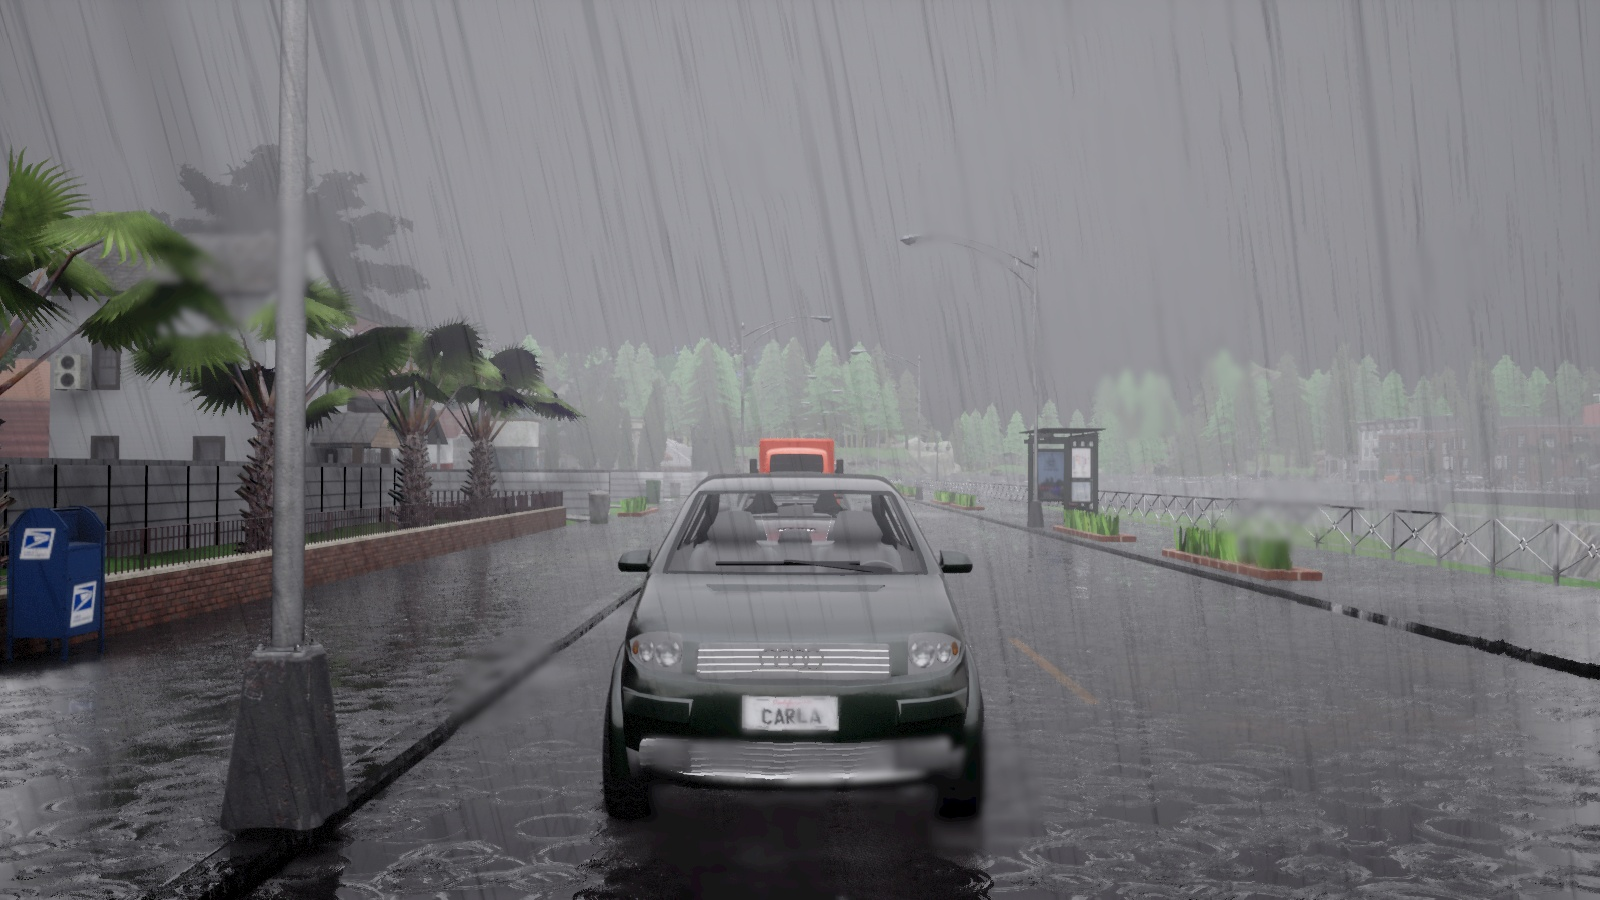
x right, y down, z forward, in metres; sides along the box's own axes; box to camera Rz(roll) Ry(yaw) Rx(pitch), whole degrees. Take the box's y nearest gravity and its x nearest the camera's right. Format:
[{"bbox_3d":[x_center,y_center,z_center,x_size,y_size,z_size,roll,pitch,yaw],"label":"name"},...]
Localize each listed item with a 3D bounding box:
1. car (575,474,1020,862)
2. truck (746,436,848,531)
[{"bbox_3d":[-0.019,0.909,6.911,1.789,1.549,3.705,0,-1,0],"label":"car"},{"bbox_3d":[-0.091,0.918,35.184,2.627,2.467,5.204,0,-1,0],"label":"truck"}]
